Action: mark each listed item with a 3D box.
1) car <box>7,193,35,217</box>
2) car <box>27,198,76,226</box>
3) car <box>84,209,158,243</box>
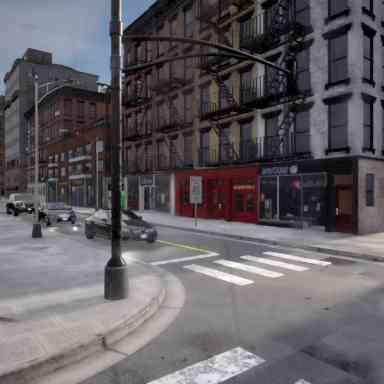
[{"bbox_3d":[-16.029,1.168,31.607,2.150,2.045,5.566,0,0,-37],"label":"car"},{"bbox_3d":[-9.676,1.457,23.342,2.128,1.511,4.902,0,0,-38],"label":"car"},{"bbox_3d":[-3.408,1.508,15.225,1.812,1.442,4.674,0,0,-39],"label":"car"}]
